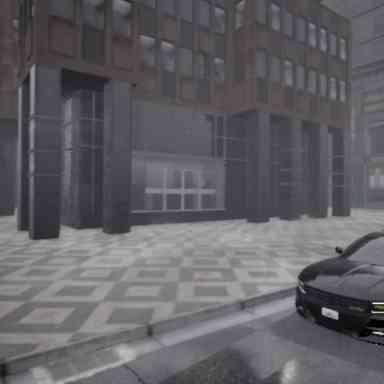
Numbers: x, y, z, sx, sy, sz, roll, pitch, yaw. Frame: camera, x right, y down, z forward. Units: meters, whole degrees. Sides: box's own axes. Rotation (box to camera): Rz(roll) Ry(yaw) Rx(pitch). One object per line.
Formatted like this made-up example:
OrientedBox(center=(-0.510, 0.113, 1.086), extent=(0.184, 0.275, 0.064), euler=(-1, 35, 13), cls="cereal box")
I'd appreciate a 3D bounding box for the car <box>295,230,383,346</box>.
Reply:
OrientedBox(center=(4.020, 1.481, 6.246), extent=(5.008, 1.535, 1.882), euler=(0, 0, -36), cls="car")
